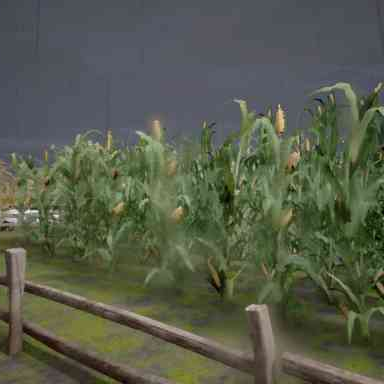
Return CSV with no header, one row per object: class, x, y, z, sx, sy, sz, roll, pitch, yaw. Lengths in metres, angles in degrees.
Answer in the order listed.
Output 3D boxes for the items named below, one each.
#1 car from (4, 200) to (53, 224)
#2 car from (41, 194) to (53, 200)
car,-10.208,1.493,22.674,1.812,1.442,4.674,0,0,36
car,-11.117,1.187,26.417,2.150,2.045,5.566,0,0,36
